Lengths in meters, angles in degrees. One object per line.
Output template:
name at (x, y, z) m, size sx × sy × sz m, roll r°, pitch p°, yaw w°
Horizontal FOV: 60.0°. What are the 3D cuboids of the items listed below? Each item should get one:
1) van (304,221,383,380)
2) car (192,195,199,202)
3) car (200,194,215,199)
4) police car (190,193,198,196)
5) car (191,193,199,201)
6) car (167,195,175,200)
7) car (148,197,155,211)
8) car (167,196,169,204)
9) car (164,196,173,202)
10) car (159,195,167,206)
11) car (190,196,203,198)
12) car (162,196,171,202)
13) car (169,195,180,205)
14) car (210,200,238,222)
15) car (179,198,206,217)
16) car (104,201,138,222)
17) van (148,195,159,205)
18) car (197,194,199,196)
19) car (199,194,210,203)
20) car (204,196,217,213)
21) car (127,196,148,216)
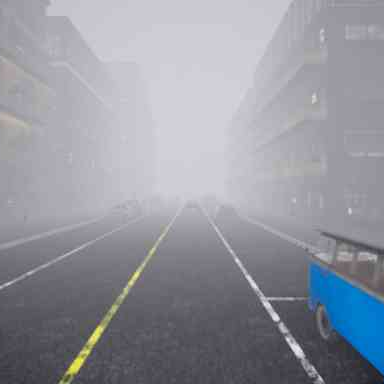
van at (2.676, 1.341, 3.859) m, size 1.690 × 1.788 × 3.998 m, roll -1°, pitch 0°, yaw 0°
car at (0.795, 1.511, 80.903) m, size 1.801 × 1.575 × 5.366 m, roll 0°, pitch 0°, yaw 0°
car at (2.615, 1.345, 48.676) m, size 2.192 × 1.841 × 5.009 m, roll -1°, pitch 0°, yaw 0°
police car at (0.705, 1.473, 70.829) m, size 1.930 × 1.638 × 5.238 m, roll 0°, pitch 0°, yaw 0°
car at (0.787, 1.284, 86.743) m, size 2.150 × 2.045 × 5.566 m, roll 0°, pitch 0°, yaw 0°
car at (-5.822, 1.623, 93.510) m, size 2.008 × 1.369 × 4.403 m, roll -1°, pitch 0°, yaw 0°
car at (-5.714, 1.581, 37.489) m, size 2.008 × 1.369 × 4.403 m, roll -1°, pitch 0°, yaw 0°
car at (-5.784, 1.597, 59.898) m, size 2.008 × 1.369 × 4.403 m, roll -1°, pitch 0°, yaw 0°
car at (-5.807, 1.645, 82.305) m, size 1.802 × 1.307 × 4.206 m, roll -1°, pitch 0°, yaw 0°
car at (-5.763, 1.357, 54.295) m, size 2.192 × 1.841 × 5.009 m, roll -1°, pitch 0°, yaw 0°
car at (0.045, 1.593, 43.333) m, size 1.994 × 1.385 × 4.181 m, roll 0°, pitch 0°, yaw 0°
car at (-5.799, 1.641, 76.703) m, size 1.802 × 1.307 × 4.206 m, roll -1°, pitch 0°, yaw 0°
car at (-3.114, 1.396, 60.433) m, size 2.097 × 1.767 × 4.553 m, roll 0°, pitch 0°, yaw 0°
car at (2.649, 1.596, 26.268) m, size 1.802 × 1.307 × 4.206 m, roll -1°, pitch 0°, yaw 0°
car at (0.054, 1.585, 32.102) m, size 1.994 × 1.385 × 4.181 m, roll 0°, pitch 0°, yaw 1°
car at (-5.698, 1.605, 26.285) m, size 1.802 × 1.307 × 4.206 m, roll -1°, pitch 0°, yaw 0°
van at (-5.724, 1.375, 43.091) m, size 1.690 × 1.788 × 3.998 m, roll -1°, pitch 0°, yaw 0°
car at (2.600, 1.353, 59.880) m, size 2.192 × 1.841 × 5.009 m, roll -1°, pitch 0°, yaw 0°
car at (2.585, 1.361, 71.085) m, size 2.192 × 1.841 × 5.009 m, roll -1°, pitch 0°, yaw 0°
car at (2.633, 1.547, 37.642) m, size 1.752 × 1.417 × 4.829 m, roll -1°, pitch 0°, yaw 0°
car at (-5.708, 1.466, 31.887) m, size 1.967 × 1.590 × 4.097 m, roll -1°, pitch 0°, yaw 0°
